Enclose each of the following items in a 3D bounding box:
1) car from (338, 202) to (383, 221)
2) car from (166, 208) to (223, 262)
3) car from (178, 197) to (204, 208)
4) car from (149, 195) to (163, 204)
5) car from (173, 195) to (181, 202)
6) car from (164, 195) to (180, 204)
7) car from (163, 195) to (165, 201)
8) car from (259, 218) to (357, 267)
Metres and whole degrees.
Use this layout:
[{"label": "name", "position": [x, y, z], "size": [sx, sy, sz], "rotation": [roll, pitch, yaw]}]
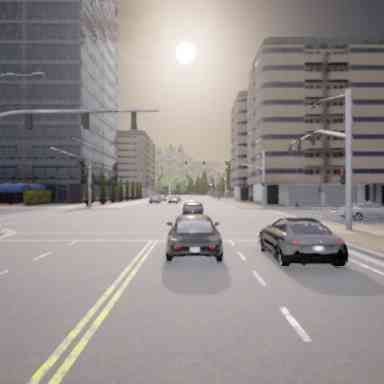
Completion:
[{"label": "car", "position": [14.011, 1.529, 26.387], "size": [4.674, 1.442, 1.812], "rotation": [0, 0, -2]}, {"label": "car", "position": [0.045, 1.527, 12.033], "size": [1.812, 1.442, 4.674], "rotation": [0, 0, -1]}, {"label": "car", "position": [0.096, 1.495, 31.481], "size": [2.128, 1.511, 4.902], "rotation": [0, 0, 0]}, {"label": "car", "position": [-7.027, 1.533, 62.632], "size": [1.812, 1.442, 4.674], "rotation": [0, 0, 1]}, {"label": "car", "position": [-3.495, 1.534, 78.506], "size": [1.812, 1.442, 4.674], "rotation": [0, 0, 0]}, {"label": "car", "position": [-3.521, 1.555, 62.593], "size": [2.033, 1.411, 5.357], "rotation": [0, 0, 1]}, {"label": "car", "position": [-6.995, 1.534, 78.566], "size": [1.812, 1.442, 4.674], "rotation": [0, 0, 0]}, {"label": "car", "position": [3.583, 1.565, 11.390], "size": [1.994, 1.385, 4.181], "rotation": [0, 0, 0]}]
